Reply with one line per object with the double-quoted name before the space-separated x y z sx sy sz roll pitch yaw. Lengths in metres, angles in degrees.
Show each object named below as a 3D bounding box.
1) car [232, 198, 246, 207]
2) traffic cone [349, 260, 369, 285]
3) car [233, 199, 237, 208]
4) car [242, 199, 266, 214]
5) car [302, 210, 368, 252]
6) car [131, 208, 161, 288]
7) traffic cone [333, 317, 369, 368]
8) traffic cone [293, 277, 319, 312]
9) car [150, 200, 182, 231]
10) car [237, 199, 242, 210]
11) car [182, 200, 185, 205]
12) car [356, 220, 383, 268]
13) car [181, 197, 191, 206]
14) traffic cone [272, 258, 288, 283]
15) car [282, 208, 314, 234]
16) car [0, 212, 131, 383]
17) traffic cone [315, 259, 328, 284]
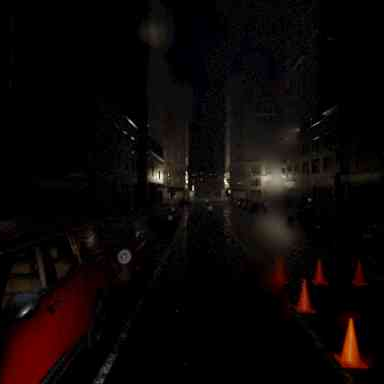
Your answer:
"car" 7.485 1.711 53.419 1.802 1.307 4.206 0 0 1
"traffic cone" 4.239 2.024 8.439 0.340 0.580 0.340 1 0 1
"car" 7.347 1.694 47.835 1.947 1.339 4.313 0 0 1
"car" 7.073 1.674 36.667 2.008 1.369 4.403 0 0 1
"car" 6.523 1.673 14.330 1.947 1.339 4.313 0 0 1
"car" -2.145 1.414 8.954 1.967 1.590 4.097 0 0 1
"traffic cone" 2.142 1.991 4.489 0.340 0.580 0.340 1 0 1
"traffic cone" 2.191 1.993 6.488 0.340 0.580 0.340 1 0 1
"car" -1.873 1.424 20.122 1.967 1.590 4.097 0 0 1
"car" 7.214 1.651 42.421 1.752 1.417 4.829 0 0 1
"car" -1.737 1.570 25.706 1.802 1.307 4.206 0 0 1
"car" 6.386 1.667 8.746 1.947 1.339 4.313 0 0 1
"car" -1.057 1.546 53.626 1.887 1.381 4.507 0 0 1
"traffic cone" 2.239 1.994 8.488 0.340 0.580 0.340 1 0 1
"car" 6.661 1.663 19.914 2.008 1.369 4.403 0 0 1
"car" -2.281 1.283 3.370 2.192 1.841 5.009 0 0 1
"traffic cone" 3.239 2.009 8.464 0.340 0.580 0.340 1 0 1
